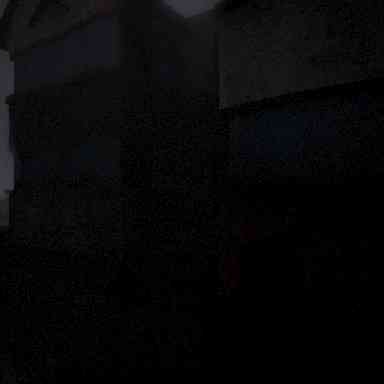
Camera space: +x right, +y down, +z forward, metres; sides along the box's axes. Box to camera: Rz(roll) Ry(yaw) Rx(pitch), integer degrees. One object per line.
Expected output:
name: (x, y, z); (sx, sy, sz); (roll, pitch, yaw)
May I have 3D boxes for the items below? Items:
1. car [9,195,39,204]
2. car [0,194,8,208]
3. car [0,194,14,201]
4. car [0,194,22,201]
car: (-30.840, 1.312, 61.193); (2.007, 1.523, 4.514); (0, 0, 35)
car: (-21.272, 1.311, 41.200); (2.007, 1.523, 4.514); (0, 0, 35)
car: (-46.725, 1.354, 81.934); (2.007, 1.523, 4.514); (0, 0, 35)
car: (-44.140, 1.344, 80.155); (2.152, 1.636, 5.027); (0, 0, 35)
